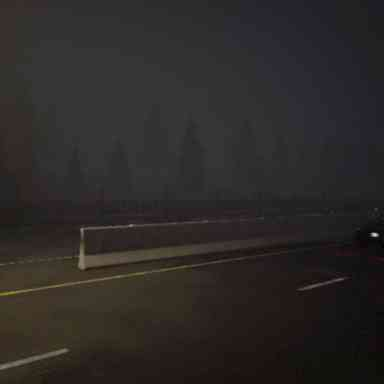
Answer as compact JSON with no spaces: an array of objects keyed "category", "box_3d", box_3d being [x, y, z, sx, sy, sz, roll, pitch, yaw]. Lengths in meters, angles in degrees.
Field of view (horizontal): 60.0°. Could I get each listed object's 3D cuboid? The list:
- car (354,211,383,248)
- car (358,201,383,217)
[{"category":"car","box_3d":[8.731,1.639,14.010,4.181,1.385,1.994,0,0,-34]},{"category":"car","box_3d":[19.183,1.703,34.086,4.674,1.442,1.812,0,0,-34]}]
